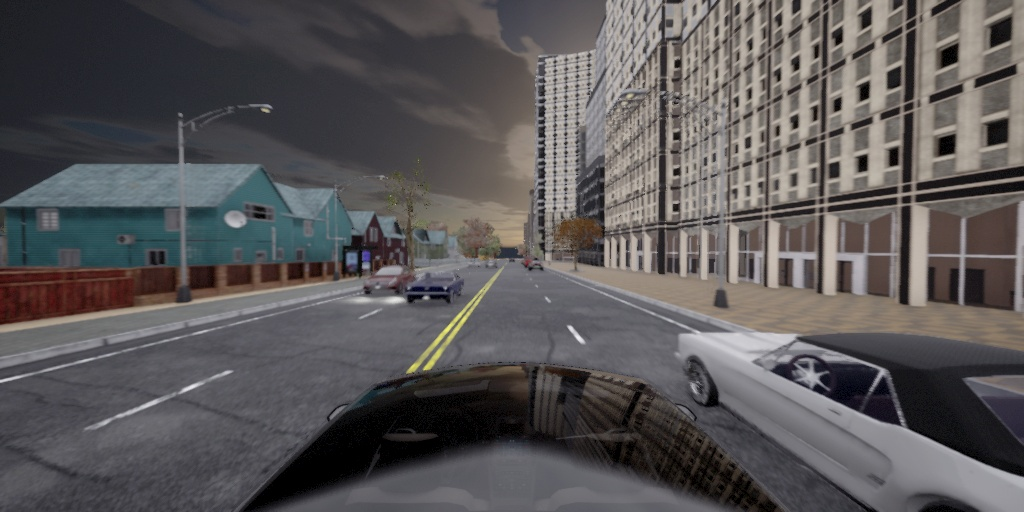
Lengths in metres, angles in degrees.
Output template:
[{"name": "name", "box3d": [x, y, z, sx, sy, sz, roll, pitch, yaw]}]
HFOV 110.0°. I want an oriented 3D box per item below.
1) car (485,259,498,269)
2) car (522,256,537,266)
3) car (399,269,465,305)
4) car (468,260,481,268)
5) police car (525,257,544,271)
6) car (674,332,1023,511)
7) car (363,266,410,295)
[{"name": "car", "box3d": [-3.281, 1.261, 57.743, 2.128, 1.511, 4.902, 0, 0, 1]}, {"name": "car", "box3d": [3.253, 0.994, 60.424, 2.150, 2.045, 5.566, 0, 0, 0]}, {"name": "car", "box3d": [-3.346, 1.344, 16.293, 1.895, 1.301, 4.718, 0, 0, 0]}, {"name": "car", "box3d": [-6.511, 1.377, 62.723, 1.895, 1.301, 4.718, 0, 0, 0]}, {"name": "police car", "box3d": [3.253, 1.267, 49.390, 2.038, 1.542, 4.974, 0, 0, 0]}, {"name": "car", "box3d": [3.350, 1.350, 3.242, 1.895, 1.301, 4.718, 0, 0, 0]}, {"name": "car", "box3d": [-6.589, 1.269, 19.926, 1.812, 1.442, 4.674, 0, 0, 0]}]
